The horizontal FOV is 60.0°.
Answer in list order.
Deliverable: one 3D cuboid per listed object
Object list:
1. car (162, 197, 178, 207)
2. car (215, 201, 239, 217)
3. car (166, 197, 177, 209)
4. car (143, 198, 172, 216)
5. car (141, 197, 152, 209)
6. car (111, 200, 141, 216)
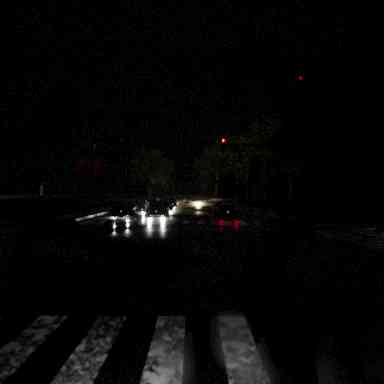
[{"bbox_3d":[-3.440,1.529,52.794,2.128,1.511,4.902,0,0,0],"label":"car"},{"bbox_3d":[3.217,1.553,31.513,1.812,1.442,4.674,0,0,1],"label":"car"},{"bbox_3d":[-3.359,1.510,42.639,1.882,1.535,5.008,0,0,-1],"label":"car"},{"bbox_3d":[-3.272,1.592,32.331,1.994,1.385,4.181,0,0,0],"label":"car"},{"bbox_3d":[-6.607,1.633,42.292,1.895,1.301,4.718,0,0,0],"label":"car"},{"bbox_3d":[-6.528,1.592,32.458,1.994,1.385,4.181,0,0,-1],"label":"car"}]
